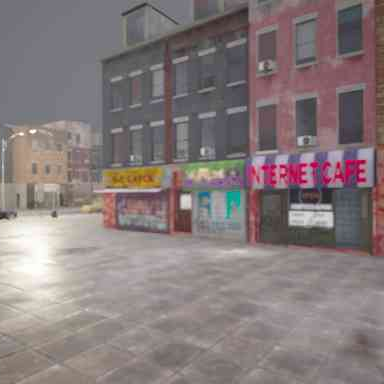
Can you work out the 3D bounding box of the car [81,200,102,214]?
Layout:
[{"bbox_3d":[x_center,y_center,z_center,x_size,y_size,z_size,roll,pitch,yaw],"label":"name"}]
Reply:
[{"bbox_3d":[-9.462,1.578,35.614,1.752,1.417,4.829,0,0,36],"label":"car"}]

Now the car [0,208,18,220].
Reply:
[{"bbox_3d":[-16.151,1.651,26.273,1.947,1.339,4.313,0,0,36],"label":"car"}]
